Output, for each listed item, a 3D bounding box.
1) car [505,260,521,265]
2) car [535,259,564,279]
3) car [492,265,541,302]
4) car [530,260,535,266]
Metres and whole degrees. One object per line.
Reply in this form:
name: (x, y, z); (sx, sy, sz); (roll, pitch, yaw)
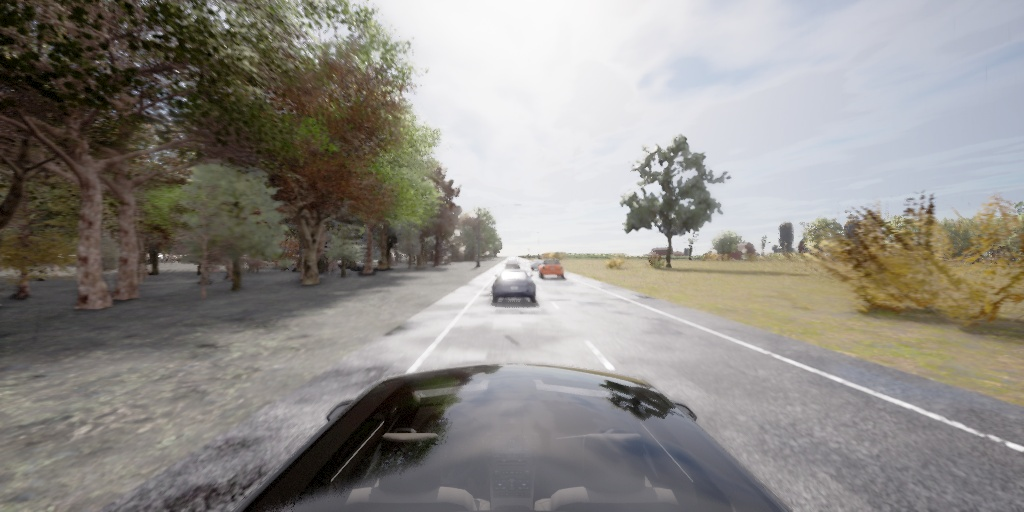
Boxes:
car: (0.096, 1.258, 43.941); (1.812, 1.442, 4.674); (0, 0, 0)
car: (3.522, 1.086, 33.031); (2.097, 1.767, 4.553); (0, 0, 0)
car: (0.098, 1.311, 17.036); (1.994, 1.385, 4.181); (0, 0, 0)
car: (3.569, 1.249, 50.353); (1.812, 1.442, 4.674); (0, 0, 0)
